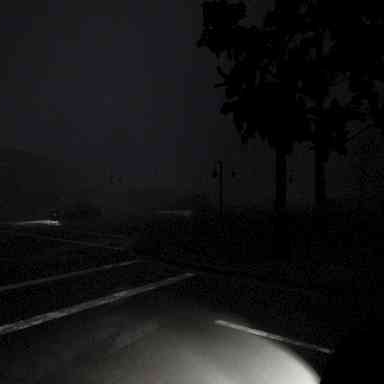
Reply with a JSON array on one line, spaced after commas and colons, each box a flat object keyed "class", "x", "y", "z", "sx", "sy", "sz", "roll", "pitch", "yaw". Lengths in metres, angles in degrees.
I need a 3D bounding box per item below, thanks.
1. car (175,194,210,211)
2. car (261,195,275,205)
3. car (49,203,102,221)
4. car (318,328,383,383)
[{"class": "car", "x": 0.166, "y": 1.220, "z": 41.753, "sx": 2.150, "sy": 2.045, "sz": 5.566, "roll": 0, "pitch": 0, "yaw": 34}, {"class": "car", "x": 13.853, "y": 1.347, "z": 60.774, "sx": 2.097, "sy": 1.767, "sz": 4.553, "roll": 0, "pitch": 0, "yaw": 7}, {"class": "car", "x": -9.525, "y": 1.572, "z": 27.499, "sx": 1.994, "sy": 1.385, "sz": 4.181, "roll": 0, "pitch": 0, "yaw": 35}, {"class": "car", "x": 2.887, "y": 1.564, "z": 1.913, "sx": 4.181, "sy": 1.385, "sz": 1.994, "roll": 0, "pitch": 0, "yaw": 36}]
